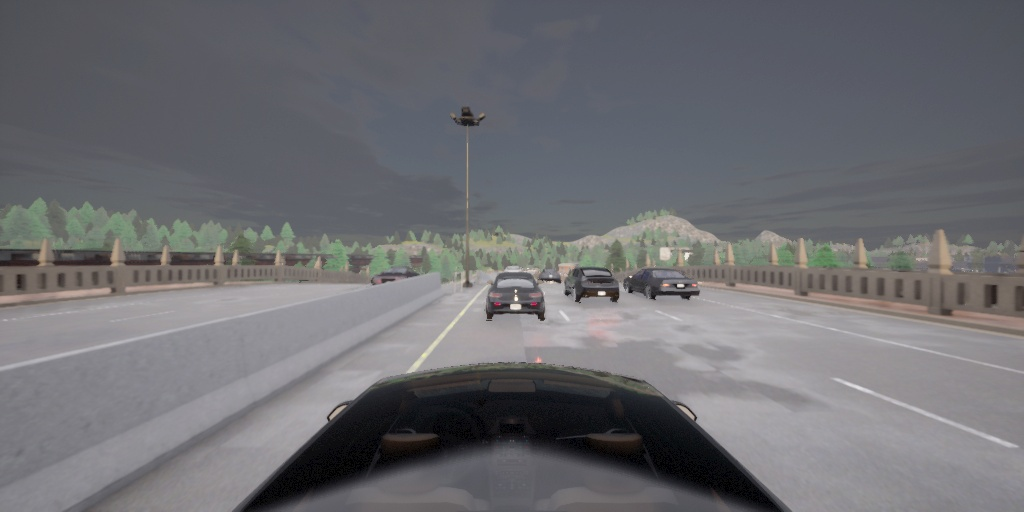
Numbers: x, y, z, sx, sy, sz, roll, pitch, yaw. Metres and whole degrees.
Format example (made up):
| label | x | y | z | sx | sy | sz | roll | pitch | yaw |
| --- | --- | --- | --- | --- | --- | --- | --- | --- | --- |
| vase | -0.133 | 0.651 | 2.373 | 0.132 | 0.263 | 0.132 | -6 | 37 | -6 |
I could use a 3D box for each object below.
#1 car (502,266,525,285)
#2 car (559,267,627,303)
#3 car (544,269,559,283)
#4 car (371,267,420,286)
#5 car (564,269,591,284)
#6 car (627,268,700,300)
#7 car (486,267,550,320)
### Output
| label | x | y | z | sx | sy | sz | roll | pitch | yaw |
| --- | --- | --- | --- | --- | --- | --- | --- | --- | --- |
| car | 0.107 | 1.634 | 30.222 | 1.812 | 1.442 | 4.674 | 0 | -3 | 0 |
| car | 3.602 | 1.256 | 16.814 | 1.837 | 1.490 | 4.892 | 0 | 0 | 0 |
| car | 3.608 | 1.997 | 35.219 | 1.994 | 1.385 | 4.181 | 0 | -4 | 0 |
| car | -7.092 | 1.375 | 22.474 | 1.994 | 1.385 | 4.181 | 0 | -1 | 0 |
| car | 7.110 | 2.289 | 39.513 | 2.128 | 1.511 | 4.902 | 0 | -5 | 0 |
| car | 7.104 | 1.301 | 17.624 | 2.033 | 1.411 | 5.357 | 0 | 0 | 0 |
| car | 0.103 | 1.276 | 12.473 | 1.812 | 1.442 | 4.674 | 0 | 0 | 0 |
